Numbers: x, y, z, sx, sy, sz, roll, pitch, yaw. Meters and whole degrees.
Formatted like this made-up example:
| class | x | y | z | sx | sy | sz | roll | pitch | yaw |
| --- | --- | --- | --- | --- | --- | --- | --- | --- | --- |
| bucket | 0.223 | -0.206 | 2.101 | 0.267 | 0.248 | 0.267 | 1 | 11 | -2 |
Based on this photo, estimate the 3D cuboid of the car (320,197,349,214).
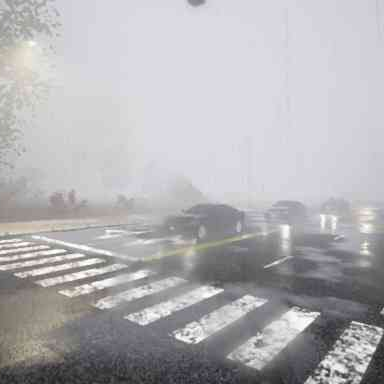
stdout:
| class | x | y | z | sx | sy | sz | roll | pitch | yaw |
| --- | --- | --- | --- | --- | --- | --- | --- | --- | --- |
| car | 14.489 | 1.305 | 33.647 | 2.128 | 1.511 | 4.902 | 2 | 1 | 38 |

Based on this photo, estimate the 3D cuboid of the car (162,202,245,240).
| class | x | y | z | sx | sy | sz | roll | pitch | yaw |
| --- | --- | --- | --- | --- | --- | --- | --- | --- | --- |
| car | 0.713 | 1.260 | 15.875 | 1.882 | 1.535 | 5.008 | 2 | 1 | 38 |

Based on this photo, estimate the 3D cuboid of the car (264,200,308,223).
| class | x | y | z | sx | sy | sz | roll | pitch | yaw |
| --- | --- | --- | --- | --- | --- | --- | --- | --- | --- |
| car | 6.837 | 1.322 | 23.790 | 1.812 | 1.442 | 4.674 | 2 | 1 | 38 |
